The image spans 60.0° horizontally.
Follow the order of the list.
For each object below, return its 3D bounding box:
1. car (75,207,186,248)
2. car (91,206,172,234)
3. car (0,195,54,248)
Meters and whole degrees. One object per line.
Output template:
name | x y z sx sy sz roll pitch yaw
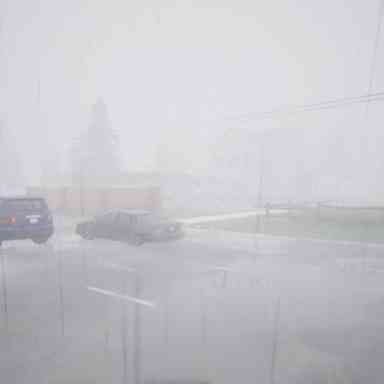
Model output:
car | -2.838 1.504 14.594 5.357 1.411 2.033 0 0 36
car | -3.628 1.543 19.466 4.718 1.301 1.895 0 0 36
car | -8.144 1.162 14.092 5.566 2.045 2.150 0 0 36
